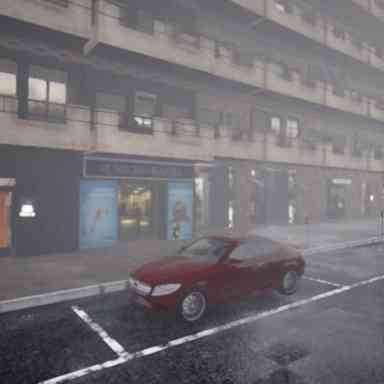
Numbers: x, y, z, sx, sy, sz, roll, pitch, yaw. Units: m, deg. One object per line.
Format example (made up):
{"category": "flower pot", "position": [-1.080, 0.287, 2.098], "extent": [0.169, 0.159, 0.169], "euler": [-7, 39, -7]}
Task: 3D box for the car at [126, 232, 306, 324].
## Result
{"category": "car", "position": [0.699, 1.557, 7.050], "extent": [4.206, 1.307, 1.802], "euler": [0, 1, -36]}
